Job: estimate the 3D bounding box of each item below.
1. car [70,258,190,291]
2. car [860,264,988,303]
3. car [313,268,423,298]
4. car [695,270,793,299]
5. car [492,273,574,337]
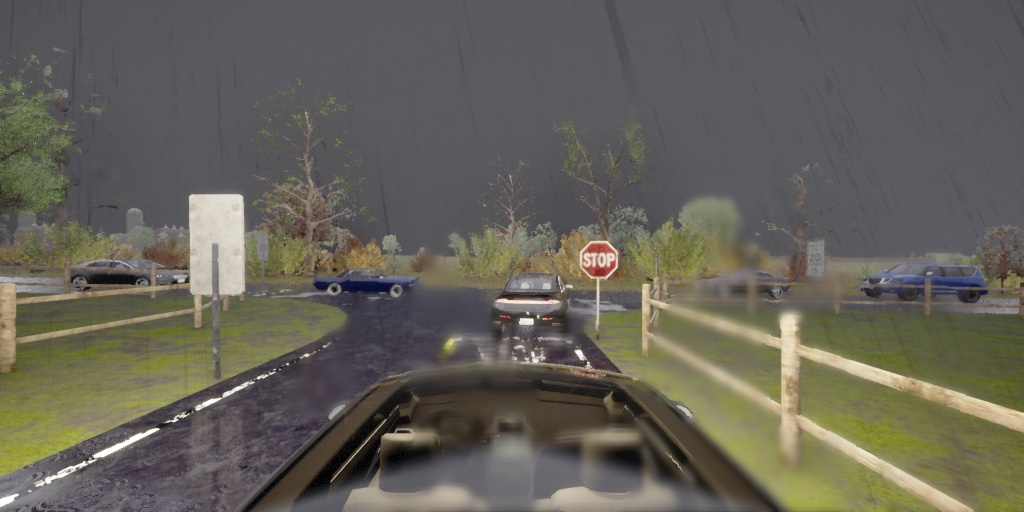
[{"bbox_3d":[-18.477,0.885,17.389,4.902,1.511,2.128,1,1,0],"label":"car"},{"bbox_3d":[23.153,1.471,20.251,5.566,2.045,2.150,1,1,0],"label":"car"},{"bbox_3d":[-6.809,1.248,17.361,4.718,1.301,1.895,1,1,0],"label":"car"},{"bbox_3d":[13.020,1.525,20.271,4.902,1.511,2.128,1,1,0],"label":"car"},{"bbox_3d":[0.714,1.239,10.323,2.128,1.511,4.902,0,0,9],"label":"car"}]
